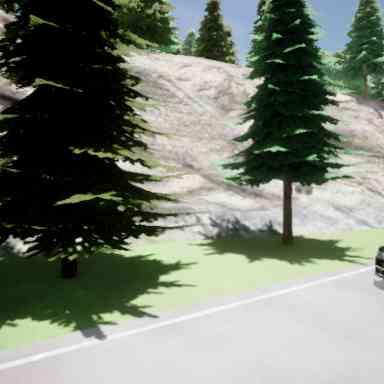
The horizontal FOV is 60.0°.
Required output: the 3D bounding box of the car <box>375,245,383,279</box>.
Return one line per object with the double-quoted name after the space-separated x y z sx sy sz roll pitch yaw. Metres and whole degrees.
6.644 1.479 8.592 4.902 1.511 2.128 0 0 -34 "car"
